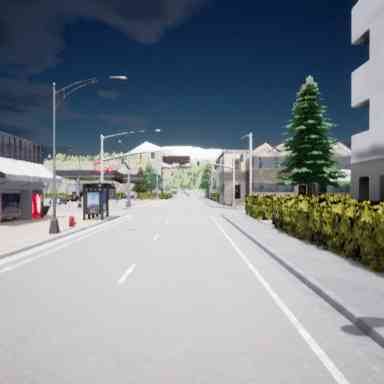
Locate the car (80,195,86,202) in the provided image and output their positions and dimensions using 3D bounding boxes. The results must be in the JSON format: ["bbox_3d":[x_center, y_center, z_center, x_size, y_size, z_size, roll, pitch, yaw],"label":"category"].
[{"bbox_3d":[-18.922,1.460,62.989,2.007,1.523,4.514,0,0,0],"label":"car"}]

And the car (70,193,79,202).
[{"bbox_3d":[-25.891,1.260,72.981,1.932,1.855,4.605,0,0,0],"label":"car"}]

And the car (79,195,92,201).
[{"bbox_3d":[-25.952,1.525,81.460,1.970,1.475,3.806,0,0,0],"label":"car"}]

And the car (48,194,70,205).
[{"bbox_3d":[-22.566,1.393,55.930,1.970,1.475,3.806,0,0,0],"label":"car"}]
